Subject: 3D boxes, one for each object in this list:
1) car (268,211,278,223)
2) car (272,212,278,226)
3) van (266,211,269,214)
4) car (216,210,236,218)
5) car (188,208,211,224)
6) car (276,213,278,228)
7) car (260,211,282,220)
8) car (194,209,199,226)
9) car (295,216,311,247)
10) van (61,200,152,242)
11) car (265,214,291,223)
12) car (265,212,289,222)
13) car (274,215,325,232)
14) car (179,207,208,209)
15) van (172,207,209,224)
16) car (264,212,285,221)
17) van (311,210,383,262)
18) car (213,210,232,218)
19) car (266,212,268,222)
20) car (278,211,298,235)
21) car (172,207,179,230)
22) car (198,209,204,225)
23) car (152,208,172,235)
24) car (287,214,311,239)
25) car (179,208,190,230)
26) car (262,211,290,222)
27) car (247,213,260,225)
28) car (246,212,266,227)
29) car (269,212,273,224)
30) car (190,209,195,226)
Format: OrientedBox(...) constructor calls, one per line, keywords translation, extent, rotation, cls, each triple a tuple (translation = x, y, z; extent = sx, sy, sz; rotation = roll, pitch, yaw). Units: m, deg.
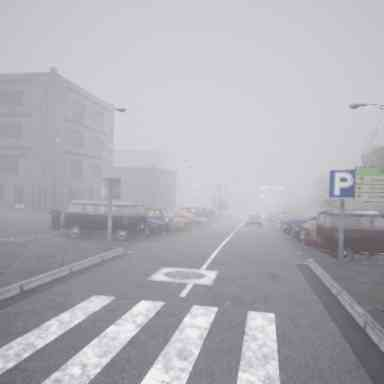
OrientedBox(translation=(12.609, 3.610, 42.969), extent=(4.553, 1.767, 2.185), rotation=(2, -3, 11), cls="car")
OrientedBox(translation=(10.790, 3.062, 31.953), extent=(5.366, 1.575, 1.946), rotation=(2, -3, 11), cls="car")
OrientedBox(translation=(14.050, 4.015, 51.215), extent=(4.442, 1.987, 1.878), rotation=(2, -3, 11), cls="van")
OrientedBox(translation=(7.281, 5.385, 81.913), extent=(5.566, 2.045, 2.435), rotation=(2, -3, 11), cls="car")
OrientedBox(translation=(-0.846, 2.860, 36.810), extent=(5.366, 1.575, 1.946), rotation=(2, -3, 11), cls="car")
OrientedBox(translation=(10.129, 2.921, 29.237), extent=(4.792, 1.488, 2.163), rotation=(2, -3, 11), cls="car")
OrientedBox(translation=(21.233, 6.360, 89.589), extent=(5.566, 2.045, 2.435), rotation=(2, -3, 11), cls="car")
OrientedBox(translation=(-2.039, 2.560, 31.361), extent=(4.674, 1.452, 2.002), rotation=(2, -3, 11), cls="car")
OrientedBox(translation=(7.598, 2.101, 15.546), extent=(4.792, 1.488, 2.163), rotation=(2, -3, 11), cls="car")
OrientedBox(translation=(-4.699, 1.467, 17.589), extent=(4.442, 1.987, 1.878), rotation=(2, -2, 11), cls="van")
OrientedBox(translation=(16.716, 5.120, 64.887), extent=(4.792, 1.488, 2.163), rotation=(2, -3, 11), cls="car")
OrientedBox(translation=(17.171, 5.132, 67.646), extent=(4.553, 1.767, 2.185), rotation=(2, -3, 11), cls="car")
OrientedBox(translation=(11.142, 3.259, 34.723), extent=(4.792, 1.488, 2.163), rotation=(2, -3, 11), cls="car")
OrientedBox(translation=(-0.562, 2.768, 39.479), extent=(5.566, 2.045, 2.435), rotation=(2, -3, 11), cls="car")
OrientedBox(translation=(-0.144, 2.959, 42.234), extent=(4.442, 1.987, 1.878), rotation=(2, -3, 11), cls="van")
OrientedBox(translation=(18.753, 5.642, 75.860), extent=(4.553, 1.767, 2.185), rotation=(2, -3, 11), cls="car")
OrientedBox(translation=(7.186, 1.722, 12.804), extent=(4.442, 1.987, 1.878), rotation=(2, -2, 11), cls="van")
OrientedBox(translation=(7.845, 5.683, 84.656), extent=(4.553, 1.767, 2.185), rotation=(2, -3, 11), cls="car")
OrientedBox(translation=(13.136, 3.906, 45.698), extent=(4.892, 1.521, 2.231), rotation=(2, -3, 11), cls="car")
OrientedBox(translation=(8.563, 2.132, 21.037), extent=(5.566, 2.045, 2.435), rotation=(2, -3, 11), cls="car")
OrientedBox(translation=(-3.547, 1.881, 23.022), extent=(4.553, 1.767, 2.185), rotation=(2, -3, 11), cls="car")
OrientedBox(translation=(-1.556, 2.721, 33.979), extent=(4.674, 1.452, 2.002), rotation=(2, -3, 11), cls="car")
OrientedBox(translation=(-4.094, 1.841, 20.284), extent=(5.008, 1.535, 2.097), rotation=(2, -3, 11), cls="car")
OrientedBox(translation=(8.084, 2.221, 18.334), extent=(5.008, 1.535, 2.097), rotation=(2, -3, 10), cls="car")
OrientedBox(translation=(-3.235, 2.173, 25.920), extent=(5.366, 1.575, 1.946), rotation=(2, -3, 11), cls="car")
OrientedBox(translation=(17.741, 5.178, 70.385), extent=(5.566, 2.045, 2.435), rotation=(2, -3, 11), cls="car")
OrientedBox(translation=(9.249, 4.020, 50.203), extent=(1.837, 1.490, 4.892), rotation=(2, -3, 11), cls="car")
OrientedBox(translation=(7.445, 3.430, 39.894), extent=(2.033, 1.411, 5.357), rotation=(2, -3, 11), cls="car")
OrientedBox(translation=(11.804, 3.400, 37.437), extent=(5.366, 1.575, 1.946), rotation=(2, -3, 11), cls="car")
OrientedBox(translation=(-2.519, 2.381, 28.619), extent=(4.792, 1.488, 2.163), rotation=(2, -3, 11), cls="car")
